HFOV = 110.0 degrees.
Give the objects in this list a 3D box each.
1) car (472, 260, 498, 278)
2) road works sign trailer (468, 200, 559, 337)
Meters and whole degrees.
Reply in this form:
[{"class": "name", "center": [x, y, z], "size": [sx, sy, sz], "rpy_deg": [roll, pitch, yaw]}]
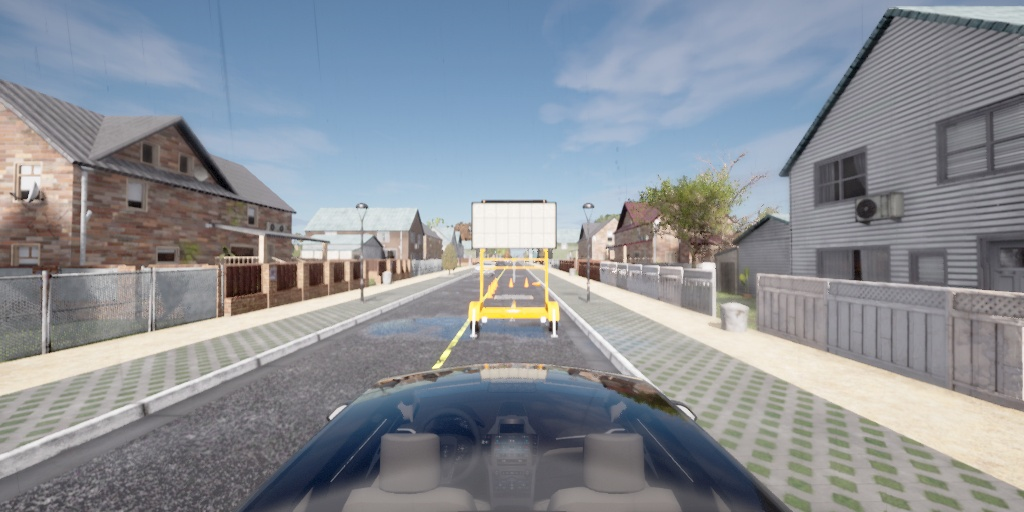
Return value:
[{"class": "car", "center": [-2.674, 1.300, 35.164], "size": [1.812, 1.442, 4.674], "rpy_deg": [0, 0, 0]}, {"class": "road works sign trailer", "center": [0.060, 0.212, 10.240], "size": [2.380, 3.560, 2.880], "rpy_deg": [0, 0, 1]}]
